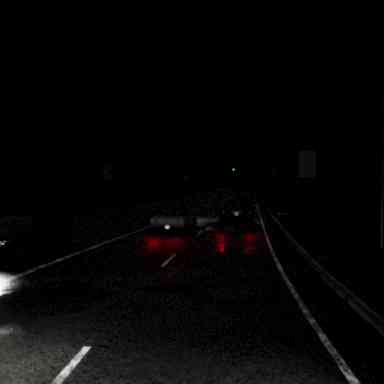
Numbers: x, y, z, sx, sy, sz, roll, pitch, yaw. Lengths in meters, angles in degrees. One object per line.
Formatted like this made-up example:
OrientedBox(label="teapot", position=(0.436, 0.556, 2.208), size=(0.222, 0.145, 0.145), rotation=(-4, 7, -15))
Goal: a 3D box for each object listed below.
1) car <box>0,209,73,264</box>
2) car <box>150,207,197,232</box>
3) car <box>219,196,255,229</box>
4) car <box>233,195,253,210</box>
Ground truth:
OrientedBox(label="car", position=(-5.952, 1.476, 11.851), size=(1.812, 1.442, 4.674), rotation=(0, 0, 8))
OrientedBox(label="car", position=(-0.924, 1.545, 19.746), size=(1.895, 1.301, 4.718), rotation=(0, 1, 10))
OrientedBox(label="car", position=(2.974, 1.305, 21.624), size=(2.097, 1.767, 4.553), rotation=(0, 1, 10))
OrientedBox(label="car", position=(6.122, 1.173, 39.385), size=(2.128, 1.511, 4.902), rotation=(0, 1, 10))
